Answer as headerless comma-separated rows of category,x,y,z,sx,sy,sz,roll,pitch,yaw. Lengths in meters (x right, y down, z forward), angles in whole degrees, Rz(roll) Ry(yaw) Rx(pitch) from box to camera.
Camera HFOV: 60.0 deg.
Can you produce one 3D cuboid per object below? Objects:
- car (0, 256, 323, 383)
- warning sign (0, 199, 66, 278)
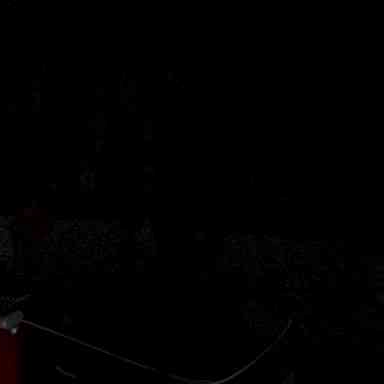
car,-0.873,1.447,3.581,4.097,1.590,1.967,0,0,35
warning sign,-4.250,1.135,8.827,1.060,1.860,1.300,0,0,35
